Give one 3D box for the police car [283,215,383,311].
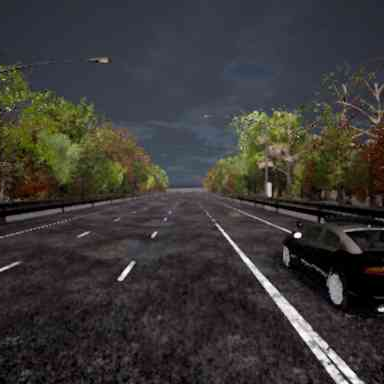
[{"bbox_3d":[3.595,1.360,7.793,1.930,1.638,5.238,0,0,-1],"label":"police car"}]
